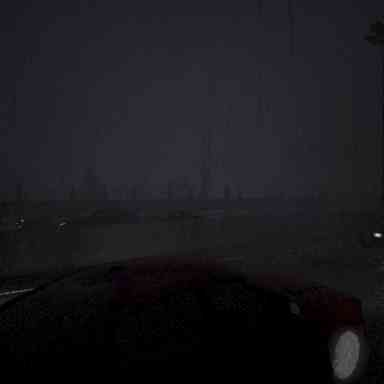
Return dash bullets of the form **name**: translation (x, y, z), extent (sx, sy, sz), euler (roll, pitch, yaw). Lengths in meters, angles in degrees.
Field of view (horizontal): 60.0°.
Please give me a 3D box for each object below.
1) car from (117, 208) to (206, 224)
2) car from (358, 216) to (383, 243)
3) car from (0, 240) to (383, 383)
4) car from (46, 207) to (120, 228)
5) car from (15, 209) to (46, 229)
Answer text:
- **car**: translation (-1.079, 1.568, 15.821), extent (4.181, 1.385, 1.994), euler (0, 0, -32)
- **car**: translation (8.650, 1.572, 13.352), extent (4.181, 1.385, 1.994), euler (0, 0, -30)
- **car**: translation (-0.050, 1.479, 3.686), extent (5.008, 1.535, 1.882), euler (0, 0, -35)
- **car**: translation (-4.864, 1.529, 17.514), extent (4.674, 1.442, 1.812), euler (0, 0, -34)
- **car**: translation (-8.048, 1.566, 19.575), extent (4.181, 1.385, 1.994), euler (0, 0, -34)
